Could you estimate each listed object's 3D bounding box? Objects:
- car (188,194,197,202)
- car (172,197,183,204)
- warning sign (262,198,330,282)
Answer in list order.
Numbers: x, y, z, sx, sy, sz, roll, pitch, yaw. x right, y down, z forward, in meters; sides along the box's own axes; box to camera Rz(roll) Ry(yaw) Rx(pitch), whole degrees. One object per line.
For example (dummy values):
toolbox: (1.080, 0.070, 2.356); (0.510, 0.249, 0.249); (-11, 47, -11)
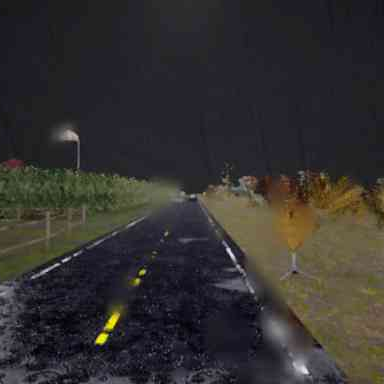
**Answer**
car: (0.139, 1.473, 73.040); (1.994, 1.385, 4.181); (0, 0, 0)
car: (-2.658, 1.514, 62.336); (1.895, 1.301, 4.718); (0, 0, 1)
warning sign: (2.454, 1.095, 8.053); (1.300, 1.860, 1.060); (0, 0, 0)
